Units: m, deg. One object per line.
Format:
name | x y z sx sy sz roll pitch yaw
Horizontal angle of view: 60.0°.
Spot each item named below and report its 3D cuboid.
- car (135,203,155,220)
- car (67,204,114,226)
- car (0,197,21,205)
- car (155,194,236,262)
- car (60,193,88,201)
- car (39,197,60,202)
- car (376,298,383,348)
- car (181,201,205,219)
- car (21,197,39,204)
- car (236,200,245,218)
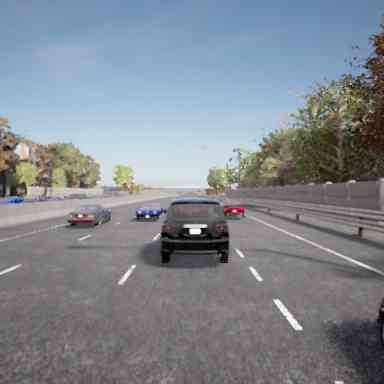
car | -3.414 1.593 27.713 1.895 1.301 4.718 0 0 0
car | -6.912 1.540 23.084 2.033 1.411 5.357 0 0 0
car | -28.075 1.473 52.202 1.882 1.535 5.008 0 0 0
car | 0.093 1.216 12.188 2.150 2.045 5.566 0 0 0
car | -17.597 1.216 50.620 2.150 2.045 5.566 0 0 0
car | -21.093 1.521 51.090 1.812 1.442 4.674 0 0 0
car | 3.544 1.499 2.997 1.994 1.385 4.181 0 0 2
car | 0.084 1.556 29.943 1.994 1.385 4.181 0 0 0
car | -24.584 1.559 52.612 1.994 1.385 4.181 0 0 0
car | 3.483 1.412 29.653 1.882 1.535 5.008 0 0 0
